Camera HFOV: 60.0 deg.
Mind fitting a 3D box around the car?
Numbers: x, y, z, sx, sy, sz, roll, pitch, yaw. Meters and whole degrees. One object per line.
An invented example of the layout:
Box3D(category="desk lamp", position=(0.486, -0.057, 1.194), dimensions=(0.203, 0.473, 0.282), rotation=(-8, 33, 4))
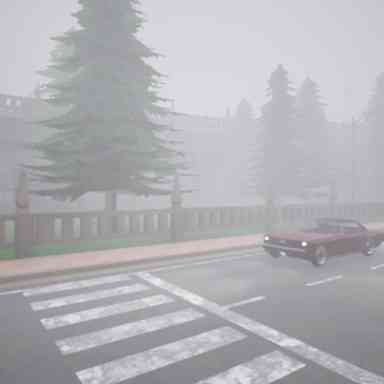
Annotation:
Box3D(category="car", position=(4.619, 1.601, 11.557), dimensions=(4.718, 1.301, 1.895), rotation=(0, 0, -35))
